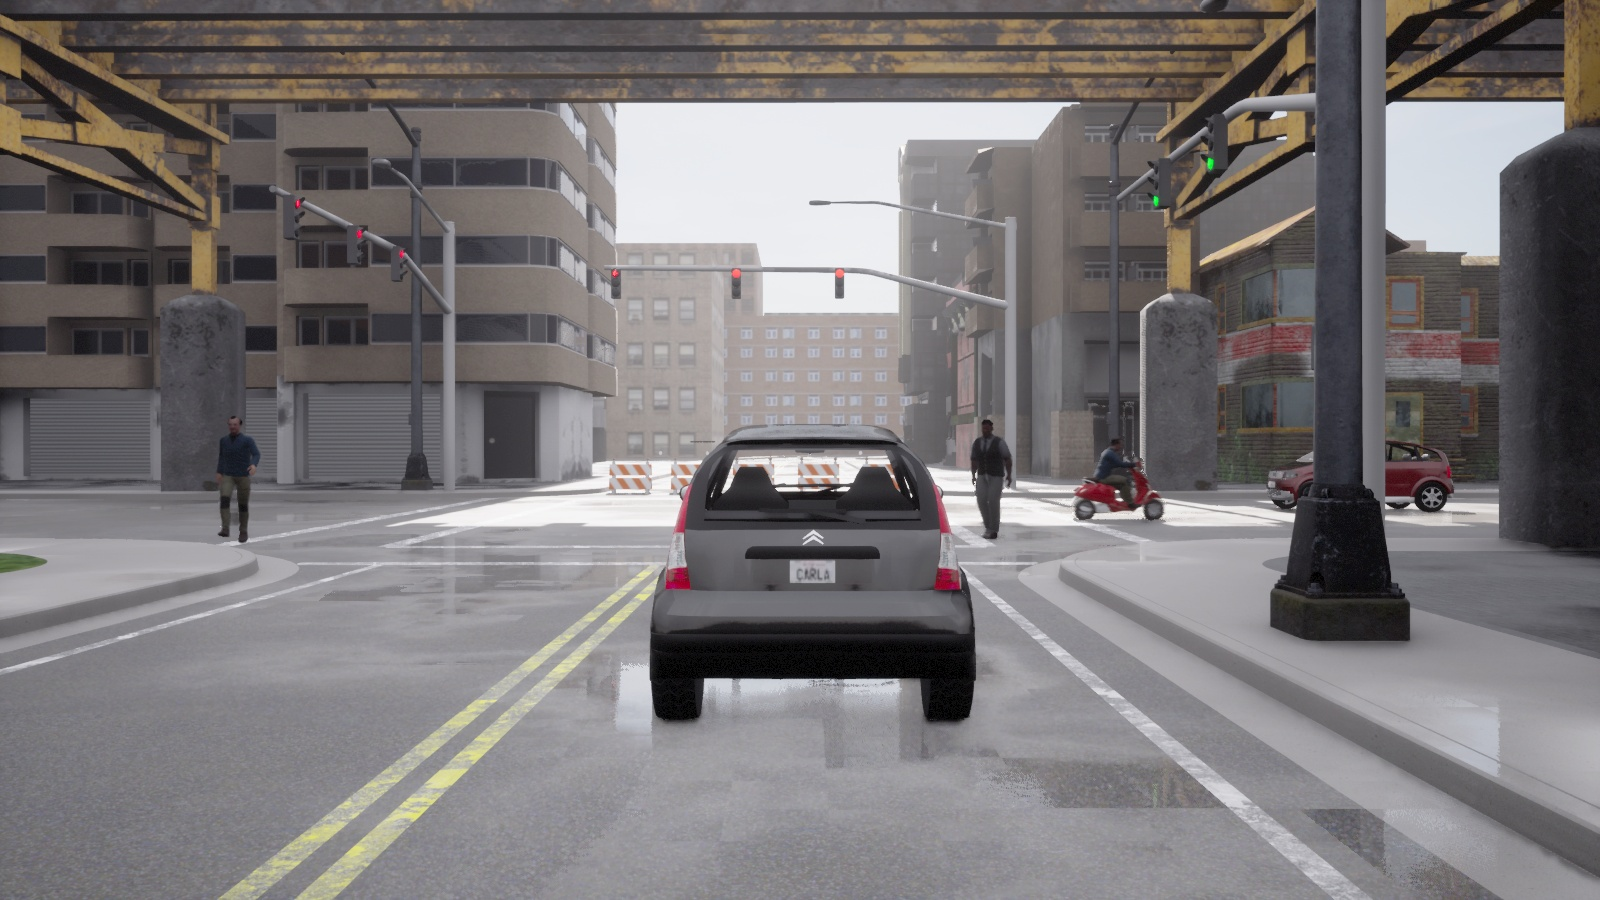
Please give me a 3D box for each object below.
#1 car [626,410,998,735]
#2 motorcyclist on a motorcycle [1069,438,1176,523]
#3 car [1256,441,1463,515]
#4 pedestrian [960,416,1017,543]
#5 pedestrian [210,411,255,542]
[{"bbox_3d":[0.073,0.598,8.243,1.851,1.617,3.988,0,0,0],"label":"car"},{"bbox_3d":[6.123,0.570,23.940,1.817,1.590,0.866,0,0,0],"label":"motorcyclist on a motorcycle"},{"bbox_3d":[12.146,0.580,27.426,3.705,1.549,1.789,0,0,0],"label":"car"},{"bbox_3d":[2.871,0.435,19.092,0.563,1.883,0.849,0,0,32],"label":"pedestrian"},{"bbox_3d":[-8.108,0.371,17.963,0.402,1.842,0.726,0,0,-8],"label":"pedestrian"}]
